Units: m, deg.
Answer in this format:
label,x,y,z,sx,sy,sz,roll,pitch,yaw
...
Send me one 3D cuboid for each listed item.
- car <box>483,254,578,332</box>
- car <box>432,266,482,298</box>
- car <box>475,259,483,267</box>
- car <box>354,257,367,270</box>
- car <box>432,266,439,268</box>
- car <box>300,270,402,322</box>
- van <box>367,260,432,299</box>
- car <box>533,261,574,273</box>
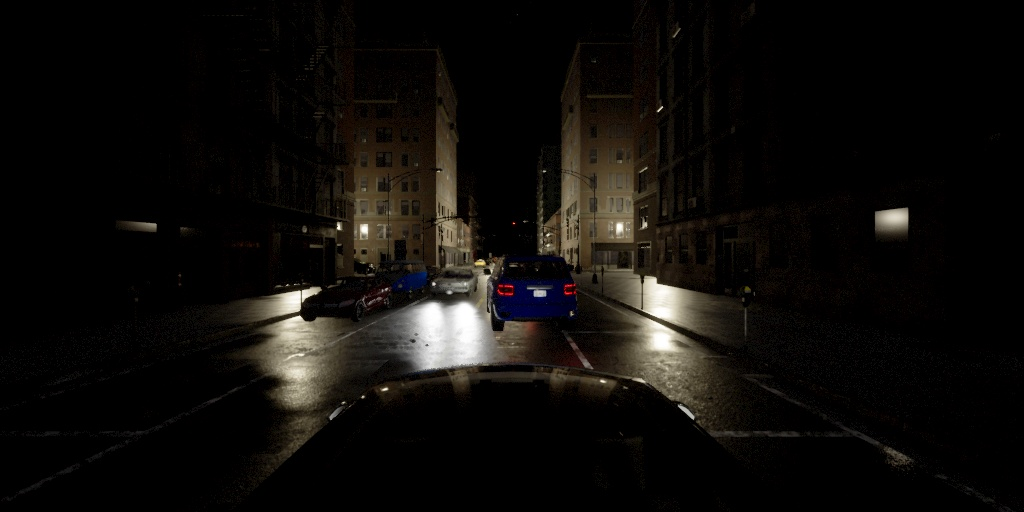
label,x,y,z,sx,sy,sz,roll,pitch,yaw
car,0.365,0.972,11.071,2.150,2.045,5.566,0,0,-6
car,-2.830,1.351,18.460,1.895,1.301,4.718,0,0,0
car,-5.362,1.276,60.837,1.751,1.417,4.829,0,0,0
car,-18.212,1.066,40.095,5.566,2.045,2.150,0,0,0
car,-5.381,1.301,23.044,2.007,1.370,4.403,0,0,0
car,-5.389,1.332,12.231,1.802,1.307,4.207,0,0,0
van,-5.385,1.091,17.638,1.690,1.789,3.998,0,0,0
car,4.901,1.319,43.070,4.718,1.301,1.895,0,0,0
